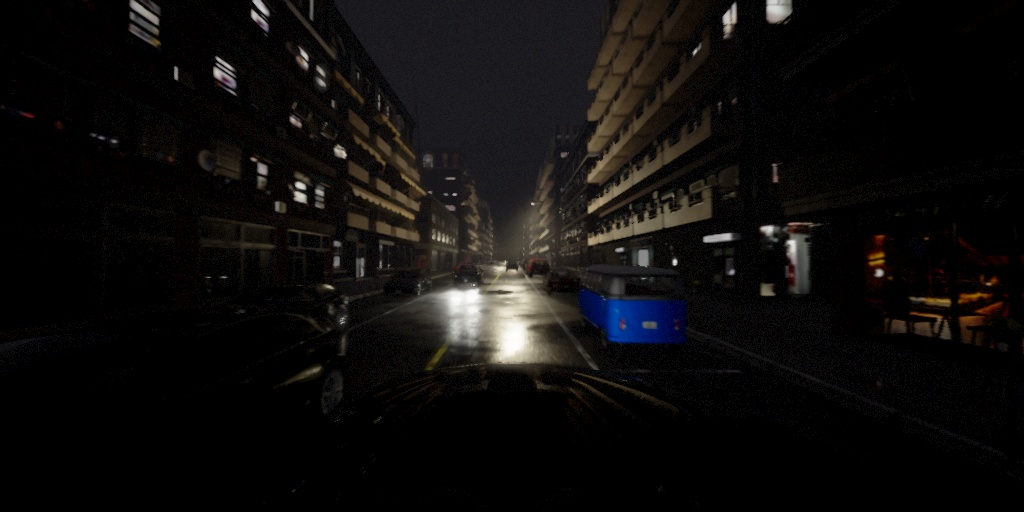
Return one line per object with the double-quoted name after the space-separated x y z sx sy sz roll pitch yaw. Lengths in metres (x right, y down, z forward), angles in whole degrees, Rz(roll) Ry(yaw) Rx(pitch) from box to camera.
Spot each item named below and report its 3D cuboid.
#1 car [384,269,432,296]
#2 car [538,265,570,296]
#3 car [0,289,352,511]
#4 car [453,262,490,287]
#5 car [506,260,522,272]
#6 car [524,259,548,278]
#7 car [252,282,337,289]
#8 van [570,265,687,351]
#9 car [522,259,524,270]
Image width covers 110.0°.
-5.687 1.407 20.055 1.948 1.339 4.313 0 0 0 "car"
2.694 1.386 20.014 1.888 1.381 4.507 0 0 0 "car"
-3.082 1.262 2.976 1.837 1.490 4.892 0 -1 0 "car"
-3.003 1.363 25.809 2.128 1.511 4.902 0 0 0 "car"
0.009 1.498 52.882 2.128 1.511 4.902 0 0 0 "car"
2.697 1.239 36.727 2.192 1.841 5.009 0 0 0 "car"
-5.688 1.352 8.914 1.948 1.339 4.313 0 0 0 "car"
2.692 1.126 8.873 1.690 1.789 3.998 0 0 0 "van"
2.698 1.267 42.298 2.192 1.841 5.009 0 0 0 "car"
